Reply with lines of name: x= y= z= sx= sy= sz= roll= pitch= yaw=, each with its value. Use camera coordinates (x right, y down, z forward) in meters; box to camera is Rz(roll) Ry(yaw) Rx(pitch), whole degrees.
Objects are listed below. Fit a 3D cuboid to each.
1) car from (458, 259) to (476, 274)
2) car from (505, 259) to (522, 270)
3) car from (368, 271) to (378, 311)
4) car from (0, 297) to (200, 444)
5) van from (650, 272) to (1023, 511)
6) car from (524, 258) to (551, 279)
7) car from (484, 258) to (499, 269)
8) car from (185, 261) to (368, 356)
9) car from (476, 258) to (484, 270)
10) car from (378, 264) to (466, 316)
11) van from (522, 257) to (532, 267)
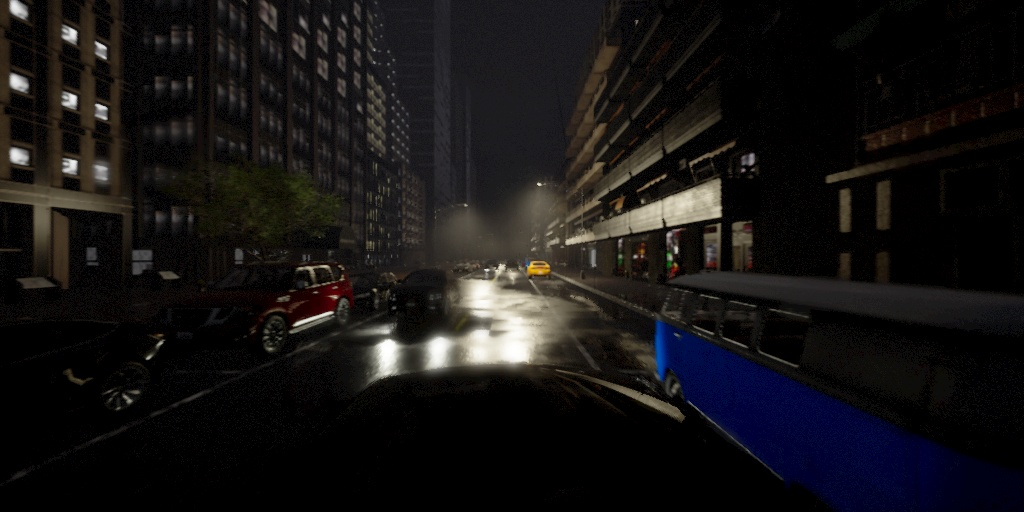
car: x=-5.695 y=1.320 z=41.885 sx=1.948 sy=1.339 sz=4.313 roll=0 pitch=0 yaw=0
car: x=0.006 y=1.252 z=50.993 sx=2.128 sy=1.511 sz=4.902 roll=0 pitch=0 yaw=0
car: x=-5.692 y=1.299 z=14.272 sx=2.007 sy=1.370 sz=4.403 roll=0 pitch=0 yaw=0
car: x=-5.691 y=1.316 z=3.227 sx=1.948 sy=1.339 sz=4.313 roll=0 pitch=0 yaw=0
van: x=2.690 y=1.090 z=3.227 sx=1.690 sy=1.789 sz=3.998 roll=0 pitch=0 yaw=0
car: x=2.358 y=1.228 z=32.216 sx=1.882 sy=1.535 sz=5.008 roll=0 pitch=0 yaw=0
car: x=-3.063 y=1.289 z=55.367 sx=1.812 sy=1.442 sz=4.674 roll=0 pitch=0 yaw=0
car: x=-5.692 y=1.063 z=8.748 sx=2.192 sy=1.841 sz=5.009 roll=0 pitch=0 yaw=0
car: x=-5.696 y=1.201 z=52.932 sx=1.967 sy=1.591 sz=4.097 roll=0 pitch=0 yaw=0
car: x=-3.100 y=1.226 z=13.539 sx=1.882 sy=1.535 sz=5.008 roll=0 pitch=0 yaw=0
van: x=2.685 y=1.102 z=52.931 sx=1.690 sy=1.789 sz=3.998 roll=0 pitch=0 yaw=0
